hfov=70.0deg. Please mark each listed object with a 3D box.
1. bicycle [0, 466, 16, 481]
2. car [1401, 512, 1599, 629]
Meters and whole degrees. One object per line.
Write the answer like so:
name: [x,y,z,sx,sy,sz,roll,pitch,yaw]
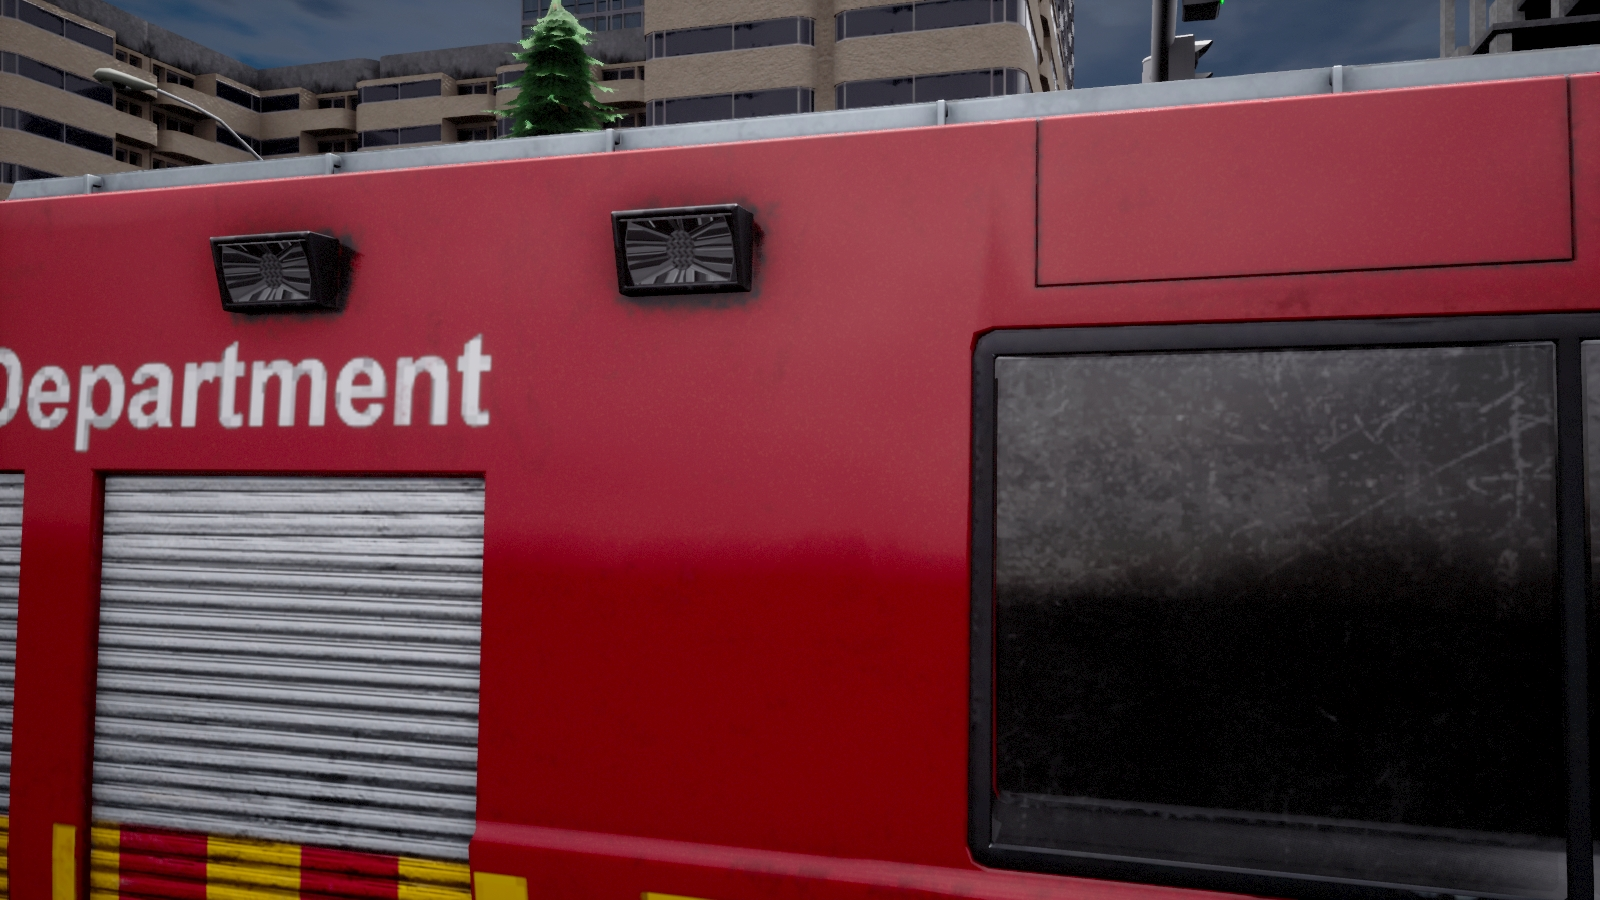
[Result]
bicycle: [-71.030,2.102,102.033,1.487,1.276,0.859,0,0,16]
car: [12.484,2.037,20.491,2.038,1.542,4.974,0,0,16]
